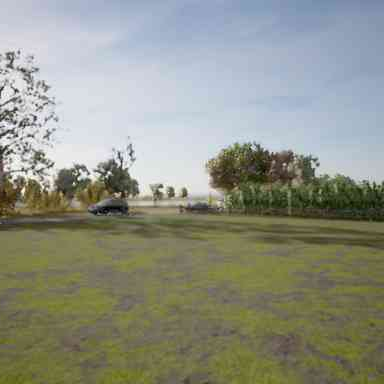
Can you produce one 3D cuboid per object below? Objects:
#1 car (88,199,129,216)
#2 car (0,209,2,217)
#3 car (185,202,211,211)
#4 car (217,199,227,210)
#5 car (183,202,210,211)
[{"bbox_3d":[-10.569,1.915,42.669,2.150,2.045,5.566,-2,-2,35],"label":"car"},{"bbox_3d":[-19.663,1.948,29.717,2.128,1.511,4.902,-2,-2,35],"label":"car"},{"bbox_3d":[1.076,2.495,59.068,2.128,1.511,4.902,-2,-2,35],"label":"car"},{"bbox_3d":[6.730,2.247,62.343,2.150,2.045,5.566,-2,-2,35],"label":"car"},{"bbox_3d":[0.778,2.412,53.770,2.033,1.411,5.357,-2,-2,36],"label":"car"}]
